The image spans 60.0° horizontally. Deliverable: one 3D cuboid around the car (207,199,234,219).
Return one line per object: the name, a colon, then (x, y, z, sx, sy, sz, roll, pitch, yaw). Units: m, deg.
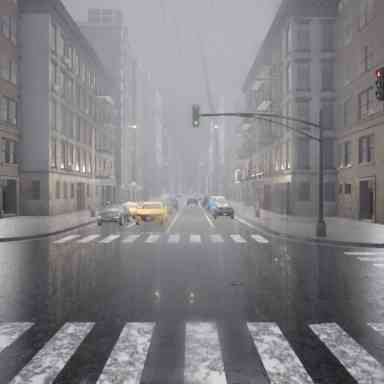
car: (2.626, 1.548, 28.809, 2.008, 1.369, 4.403, 0, 0, 0)

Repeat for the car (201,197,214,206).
car: (2.621, 1.562, 55.840, 1.947, 1.339, 4.313, 0, 0, 0)

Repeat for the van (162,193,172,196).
van: (-5.460, 1.337, 66.647, 1.690, 1.788, 3.998, 0, 0, 0)

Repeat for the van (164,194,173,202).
van: (-5.474, 1.336, 77.460, 1.690, 1.788, 3.998, 0, 0, 0)

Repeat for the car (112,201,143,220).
car: (-5.408, 1.523, 28.634, 1.752, 1.417, 4.829, 0, 0, 0)

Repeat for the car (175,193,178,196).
car: (-5.489, 1.545, 88.273, 2.008, 1.369, 4.403, 0, 0, 0)

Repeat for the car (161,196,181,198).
car: (-2.856, 1.560, 44.202, 1.994, 1.385, 4.181, 0, 0, 0)

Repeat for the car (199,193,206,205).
car: (2.623, 1.311, 50.434, 2.192, 1.841, 5.009, 0, 0, 0)

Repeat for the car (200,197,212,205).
car: (2.621, 1.546, 61.246, 2.008, 1.369, 4.403, 0, 0, 0)

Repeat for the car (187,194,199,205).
car: (0.073, 1.501, 56.970, 1.837, 1.490, 4.892, 0, 0, 0)

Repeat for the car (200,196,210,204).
car: (2.620, 1.521, 66.821, 1.752, 1.417, 4.829, 0, 0, 0)

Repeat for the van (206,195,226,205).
van: (2.625, 1.338, 34.215, 1.690, 1.788, 3.998, 0, 0, 0)

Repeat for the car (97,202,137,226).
car: (-5.401, 1.549, 23.398, 2.008, 1.369, 4.403, 0, 0, 0)

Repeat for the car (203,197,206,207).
car: (2.624, 1.578, 39.621, 1.802, 1.307, 4.206, 0, 0, 0)

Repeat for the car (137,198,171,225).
car: (-2.864, 1.475, 24.312, 1.882, 1.535, 5.008, 0, 0, 0)

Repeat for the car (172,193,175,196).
car: (-5.467, 1.310, 72.053, 2.192, 1.841, 5.009, 0, 0, 0)

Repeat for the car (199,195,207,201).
car: (2.617, 1.539, 82.871, 1.887, 1.381, 4.507, 0, 0, 0)

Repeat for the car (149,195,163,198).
car: (-5.430, 1.436, 45.023, 1.967, 1.590, 4.097, 0, 0, 0)

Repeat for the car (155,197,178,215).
car: (-2.859, 1.544, 34.191, 2.033, 1.411, 5.357, 0, 0, 0)

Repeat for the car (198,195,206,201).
car: (2.616, 1.560, 88.277, 1.947, 1.339, 4.313, 0, 0, 0)
